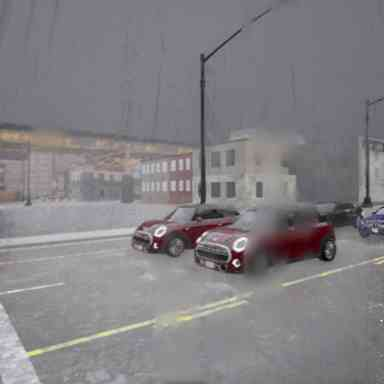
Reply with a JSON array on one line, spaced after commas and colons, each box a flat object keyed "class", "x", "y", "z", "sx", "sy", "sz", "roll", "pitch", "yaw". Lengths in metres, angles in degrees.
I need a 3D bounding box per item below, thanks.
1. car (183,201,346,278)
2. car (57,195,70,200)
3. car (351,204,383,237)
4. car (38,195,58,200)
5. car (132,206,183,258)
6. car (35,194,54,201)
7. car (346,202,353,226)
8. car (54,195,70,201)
[{"class": "car", "x": 2.277, "y": 1.261, "z": 9.959, "sx": 4.553, "sy": 1.767, "sz": 2.097, "roll": -1, "pitch": 1, "yaw": -36}, {"class": "car", "x": -30.987, "y": 1.360, "z": 80.471, "sx": 1.853, "sy": 1.218, "sz": 4.536, "roll": 0, "pitch": 0, "yaw": -6}, {"class": "car", "x": 9.479, "y": 1.280, "z": 15.149, "sx": 4.674, "sy": 1.442, "sz": 1.812, "roll": -1, "pitch": 1, "yaw": -36}, {"class": "car", "x": -34.759, "y": 1.373, "z": 80.348, "sx": 4.536, "sy": 1.218, "sz": 1.853, "roll": 0, "pitch": 0, "yaw": 24}, {"class": "car", "x": 0.030, "y": 1.271, "z": 12.651, "sx": 4.553, "sy": 1.767, "sz": 2.097, "roll": -1, "pitch": 1, "yaw": -36}, {"class": "car", "x": -34.711, "y": 1.531, "z": 80.327, "sx": 4.974, "sy": 1.542, "sz": 2.038, "roll": 0, "pitch": 0, "yaw": 24}, {"class": "car", "x": 7.443, "y": 1.263, "z": 17.998, "sx": 4.892, "sy": 1.490, "sz": 1.837, "roll": -1, "pitch": 1, "yaw": -36}, {"class": "car", "x": -30.981, "y": 1.517, "z": 80.419, "sx": 2.038, "sy": 1.542, "sz": 4.974, "roll": 0, "pitch": 0, "yaw": -6}]
